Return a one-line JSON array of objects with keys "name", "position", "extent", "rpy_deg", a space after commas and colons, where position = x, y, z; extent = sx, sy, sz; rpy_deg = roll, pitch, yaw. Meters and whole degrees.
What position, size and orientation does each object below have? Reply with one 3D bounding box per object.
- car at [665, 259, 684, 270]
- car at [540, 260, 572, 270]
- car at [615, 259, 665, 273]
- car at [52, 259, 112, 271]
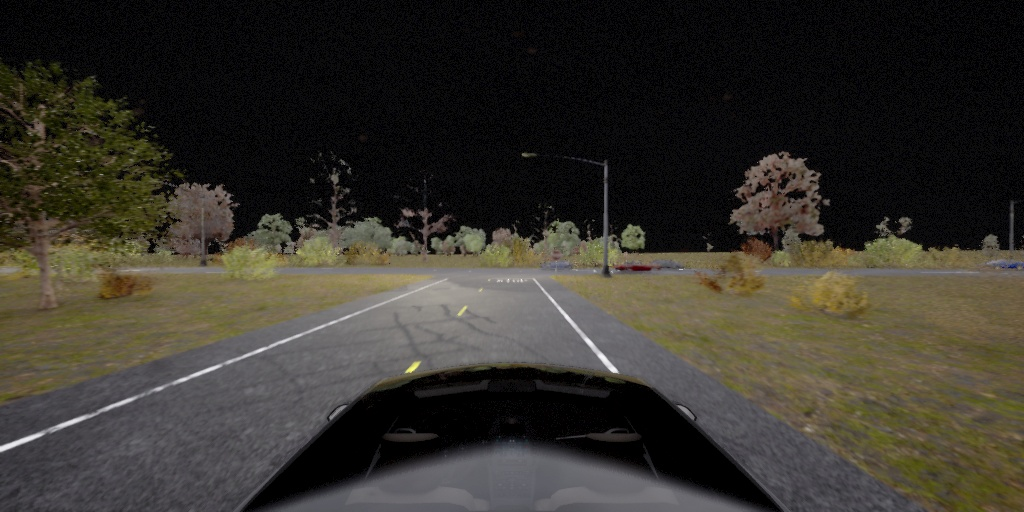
[{"name": "car", "position": [19.721, 1.144, 47.218], "extent": [5.357, 1.411, 2.033], "rpy_deg": [0, 0, -2]}, {"name": "car", "position": [5.757, 1.117, 46.814], "extent": [4.181, 1.385, 1.994], "rpy_deg": [0, 0, -2]}, {"name": "car", "position": [14.037, 1.217, 40.035], "extent": [4.718, 1.301, 1.895], "rpy_deg": [0, 0, -2]}, {"name": "car", "position": [-45.958, 0.868, 38.364], "extent": [4.892, 1.490, 1.837], "rpy_deg": [0, 0, -2]}]
